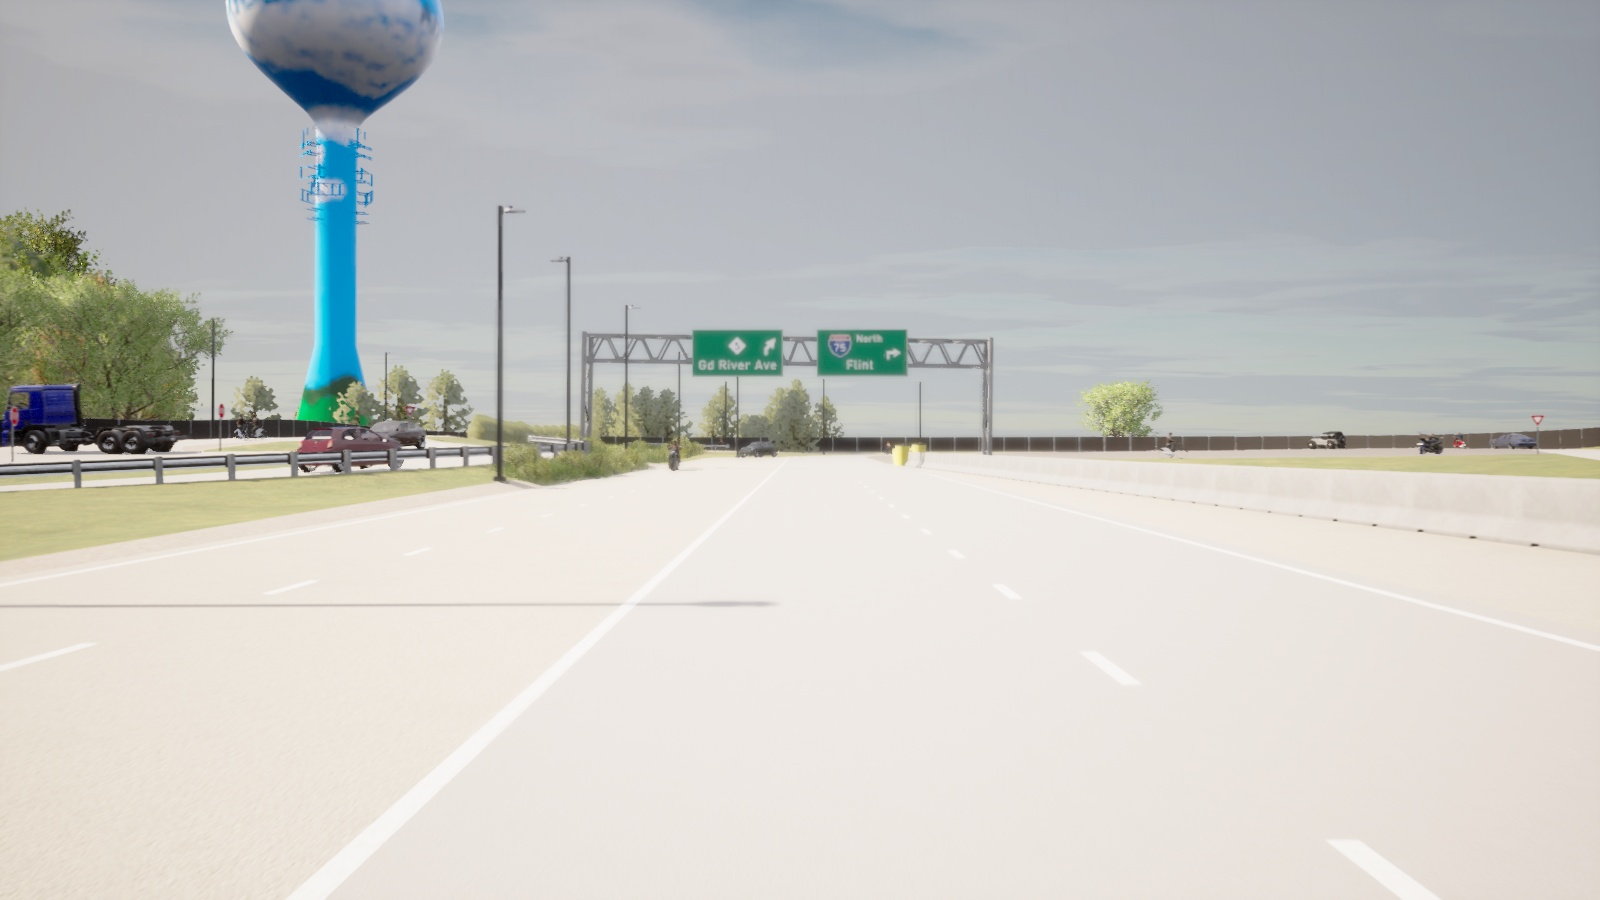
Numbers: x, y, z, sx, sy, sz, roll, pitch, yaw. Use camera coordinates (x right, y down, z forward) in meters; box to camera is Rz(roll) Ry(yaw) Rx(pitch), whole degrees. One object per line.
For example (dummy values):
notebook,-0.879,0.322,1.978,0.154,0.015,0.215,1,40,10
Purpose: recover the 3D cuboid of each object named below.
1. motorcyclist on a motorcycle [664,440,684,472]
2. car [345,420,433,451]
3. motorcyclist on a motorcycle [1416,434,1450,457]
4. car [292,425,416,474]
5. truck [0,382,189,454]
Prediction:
motorcyclist on a motorcycle,-6.610,0.286,65.909,0.766,1.649,2.350,0,1,0
car,-20.871,-0.772,64.003,2.163,1.488,4.792,0,2,12
motorcyclist on a motorcycle,43.357,-0.326,85.981,2.191,1.530,0.866,-1,0,-25
car,-14.906,-0.043,42.146,1.845,1.501,3.633,0,2,26
truck,-34.784,-1.628,61.984,7.936,3.462,2.891,0,3,5
